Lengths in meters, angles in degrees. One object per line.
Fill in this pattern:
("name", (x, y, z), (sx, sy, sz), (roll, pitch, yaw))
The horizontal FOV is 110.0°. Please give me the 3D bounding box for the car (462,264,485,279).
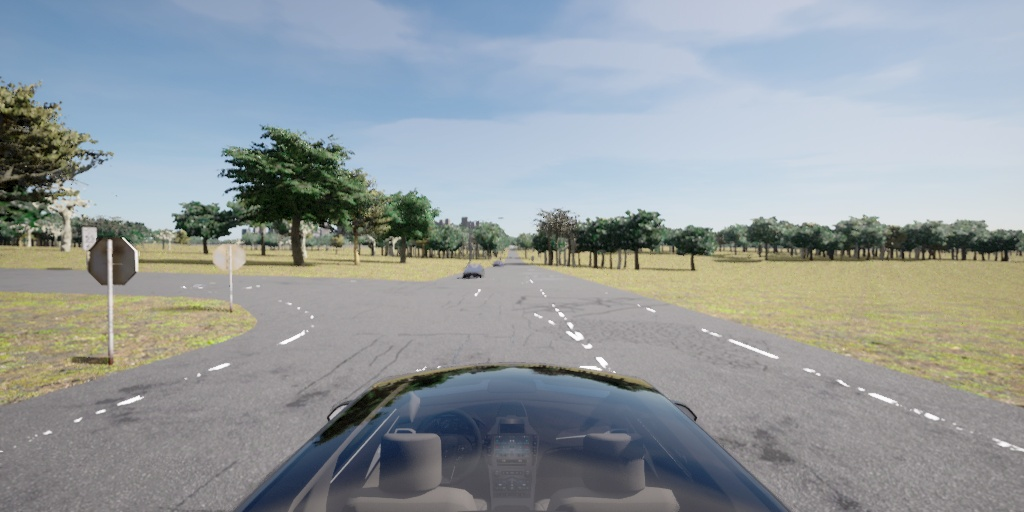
("car", (-3.617, 1.484, 34.844), (2.033, 1.411, 5.357), (0, -1, 0))
